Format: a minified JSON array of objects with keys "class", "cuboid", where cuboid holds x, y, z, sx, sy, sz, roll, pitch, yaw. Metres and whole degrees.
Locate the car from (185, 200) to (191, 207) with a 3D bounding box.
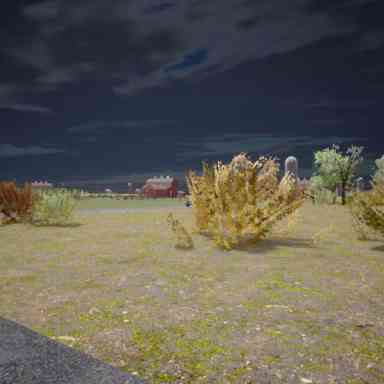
[{"class":"car","cuboid":[0.701,2.067,62.467,1.837,1.490,4.892,-1,-1,36]}]
